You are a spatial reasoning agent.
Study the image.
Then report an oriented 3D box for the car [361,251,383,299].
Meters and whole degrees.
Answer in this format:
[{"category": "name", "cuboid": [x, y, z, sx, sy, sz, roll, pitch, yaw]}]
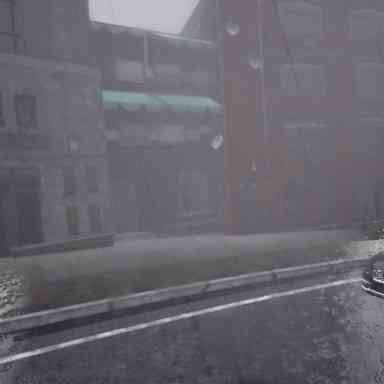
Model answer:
[{"category": "car", "cuboid": [5.691, 1.423, 6.817, 4.892, 1.490, 1.837, 0, 1, -24]}]
